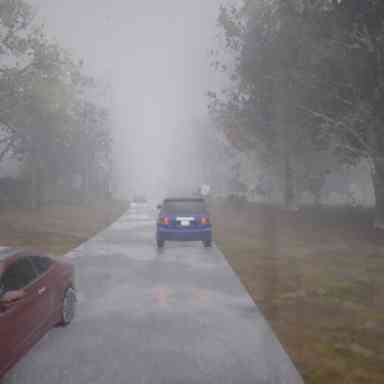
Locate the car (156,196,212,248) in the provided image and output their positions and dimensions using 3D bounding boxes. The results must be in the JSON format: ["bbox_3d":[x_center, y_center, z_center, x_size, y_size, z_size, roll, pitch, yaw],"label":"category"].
[{"bbox_3d":[-0.387,1.156,14.623,2.150,2.045,5.566,0,1,-3],"label":"car"}]

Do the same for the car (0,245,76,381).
[{"bbox_3d":[-2.940,1.521,4.307,1.812,1.442,4.674,1,0,-1],"label":"car"}]

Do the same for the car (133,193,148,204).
[{"bbox_3d":[-7.513,0.891,47.955,1.837,1.490,4.892,1,0,-11],"label":"car"}]

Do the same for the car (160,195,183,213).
[{"bbox_3d":[-2.093,1.097,32.681,1.882,1.535,5.008,1,1,-7],"label":"car"}]
